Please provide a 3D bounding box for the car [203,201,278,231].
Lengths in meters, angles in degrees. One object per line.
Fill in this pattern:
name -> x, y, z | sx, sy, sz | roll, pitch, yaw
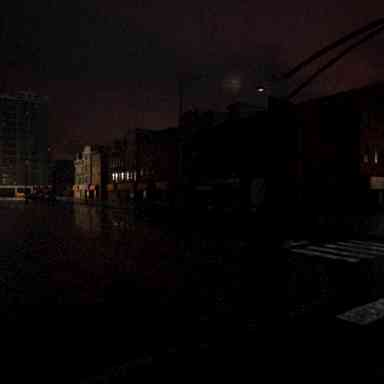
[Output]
car -> 2.970, 1.450, 19.745 | 1.887, 1.381, 4.507 | 1, 0, -36

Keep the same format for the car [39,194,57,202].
car -> -25.605, 1.114, 59.640 | 1.752, 1.417, 4.829 | 0, 0, -36

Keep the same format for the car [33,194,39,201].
car -> -28.670, 0.998, 63.920 | 1.967, 1.590, 4.097 | 0, 0, -36

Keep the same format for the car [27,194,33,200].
car -> -31.835, 1.070, 68.338 | 1.887, 1.381, 4.507 | 0, 0, -36

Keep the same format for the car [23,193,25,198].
car -> -34.999, 1.046, 72.755 | 2.008, 1.369, 4.403 | 0, 0, -36

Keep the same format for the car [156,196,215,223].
car -> -0.191, 1.183, 24.162 | 2.192, 1.841, 5.009 | 1, 0, -36

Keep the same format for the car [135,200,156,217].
car -> -3.358, 1.375, 28.580 | 1.887, 1.381, 4.507 | 1, 0, -36
